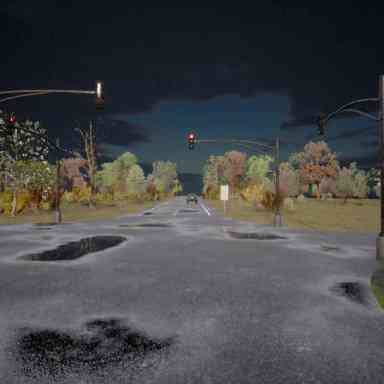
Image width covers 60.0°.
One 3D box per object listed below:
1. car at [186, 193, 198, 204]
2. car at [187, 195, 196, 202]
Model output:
[{"bbox_3d":[-0.013,1.293,67.602,2.150,2.045,5.566,0,0,0],"label":"car"},{"bbox_3d":[-0.015,1.465,77.993,2.033,1.411,5.357,0,0,0],"label":"car"}]
